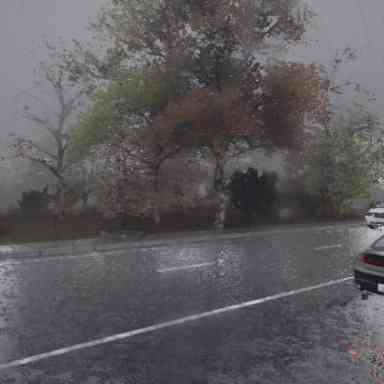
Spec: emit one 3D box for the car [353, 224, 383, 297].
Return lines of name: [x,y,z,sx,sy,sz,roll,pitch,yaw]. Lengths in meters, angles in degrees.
car: [5.668,1.581,7.642,4.892,1.490,1.837,0,0,-34]

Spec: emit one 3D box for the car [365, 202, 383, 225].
car: [13.605,1.416,21.581,5.566,2.045,2.150,1,0,-33]
